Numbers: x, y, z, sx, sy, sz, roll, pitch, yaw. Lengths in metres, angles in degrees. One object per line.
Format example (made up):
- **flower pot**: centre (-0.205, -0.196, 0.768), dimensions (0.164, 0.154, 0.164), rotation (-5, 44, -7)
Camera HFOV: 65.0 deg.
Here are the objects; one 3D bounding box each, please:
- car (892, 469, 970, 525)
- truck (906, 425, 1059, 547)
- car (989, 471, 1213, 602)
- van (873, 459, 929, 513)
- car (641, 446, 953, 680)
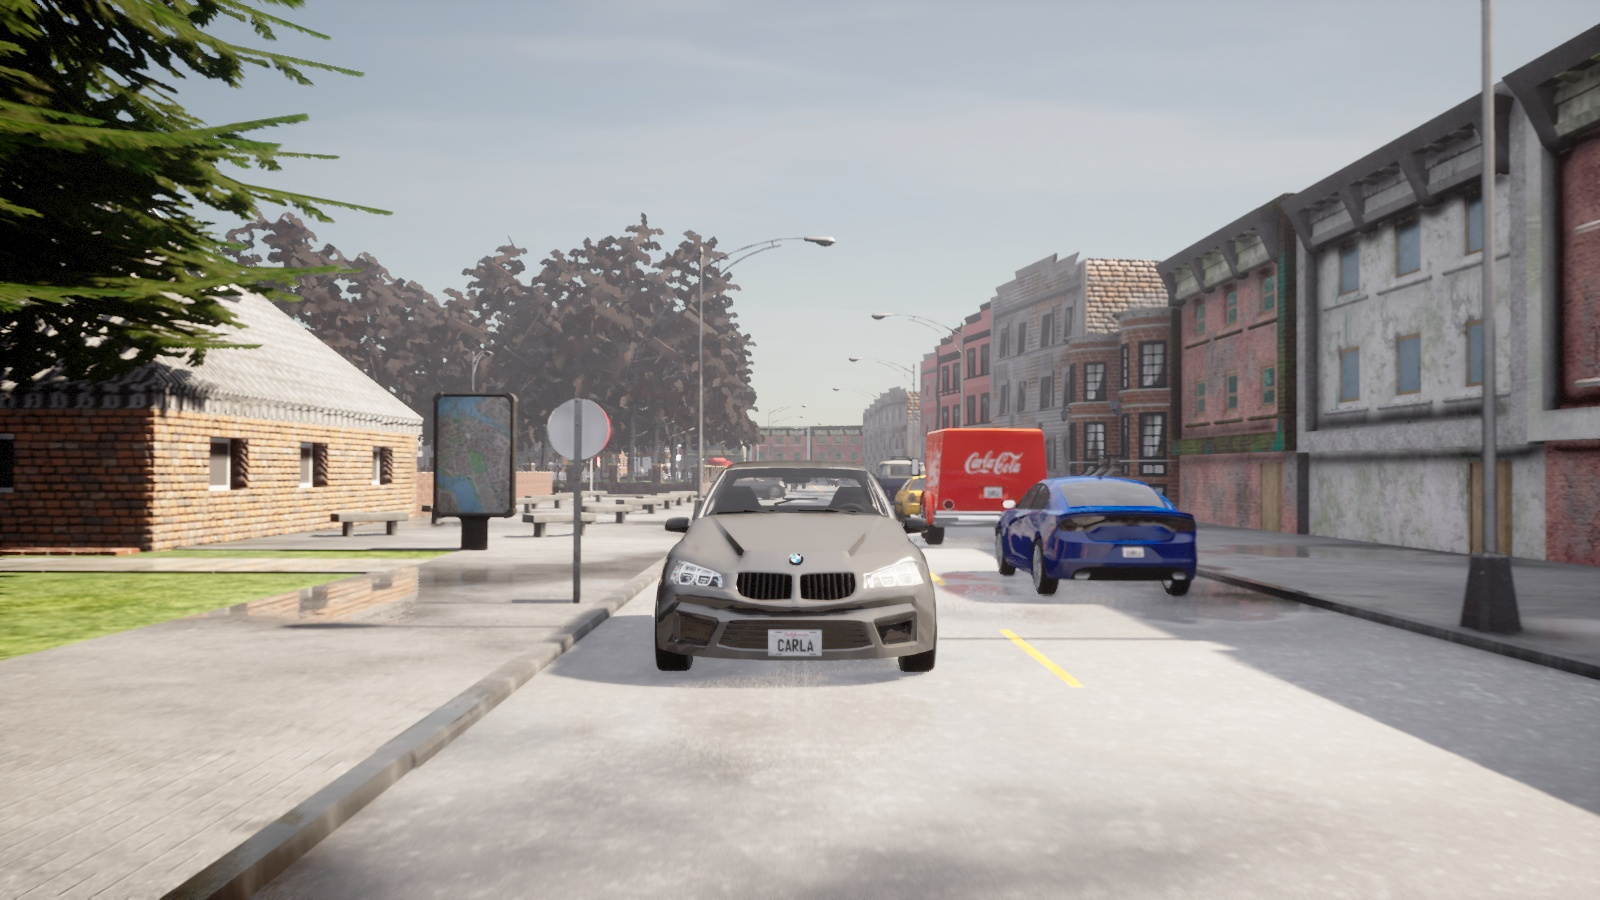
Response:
- **car**: centre (3.905, 1.378, 38.261), dimensions (1.801, 1.575, 5.366), rotation (0, -1, 0)
- **truck**: centre (3.931, 0.779, 28.118), dimensions (2.627, 2.467, 5.204), rotation (0, -1, 0)
- **car**: centre (3.957, 1.069, 17.446), dimensions (1.882, 1.535, 5.008), rotation (0, -1, 0)
- **van**: centre (3.863, 1.364, 48.491), dimensions (1.775, 1.987, 4.442), rotation (0, -1, 0)
- **car**: centre (-0.028, 0.849, 11.338), dimensions (2.242, 1.667, 4.611), rotation (0, -1, 0)
